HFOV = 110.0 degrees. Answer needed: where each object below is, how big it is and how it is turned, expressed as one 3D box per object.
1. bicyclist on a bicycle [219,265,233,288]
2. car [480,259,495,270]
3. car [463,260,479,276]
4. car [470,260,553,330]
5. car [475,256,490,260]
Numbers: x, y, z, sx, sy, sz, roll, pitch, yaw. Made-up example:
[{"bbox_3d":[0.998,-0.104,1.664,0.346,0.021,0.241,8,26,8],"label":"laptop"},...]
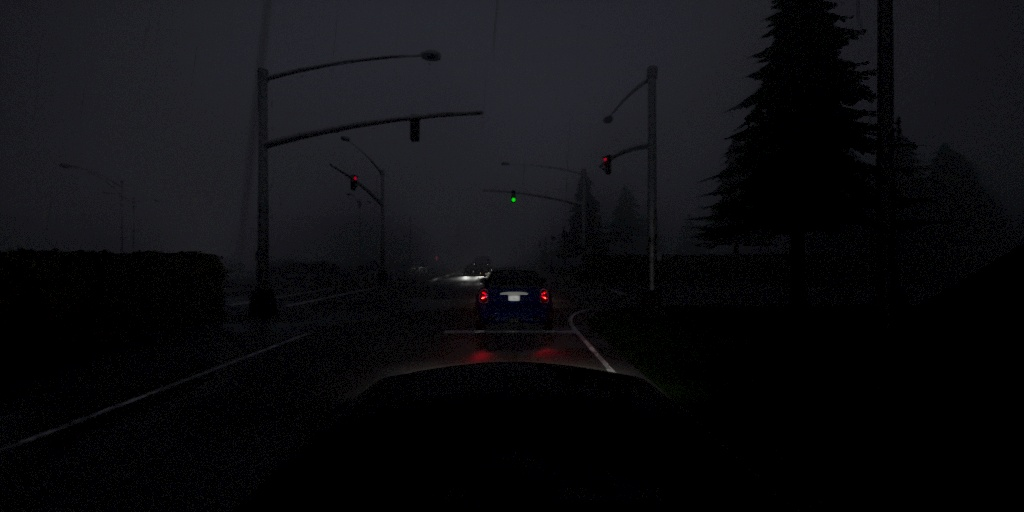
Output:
[{"bbox_3d":[-18.199,1.225,22.386,0.582,1.620,1.656,0,0,13],"label":"bicyclist on a bicycle"},{"bbox_3d":[-3.822,1.278,56.472,1.882,1.535,5.008,0,0,0],"label":"car"},{"bbox_3d":[-3.770,1.346,36.721,1.994,1.385,4.181,0,0,0],"label":"car"},{"bbox_3d":[0.049,1.110,11.361,2.097,1.767,4.553,0,0,0],"label":"car"},{"bbox_3d":[-3.813,1.012,46.175,2.150,2.045,5.566,0,0,0],"label":"car"}]
